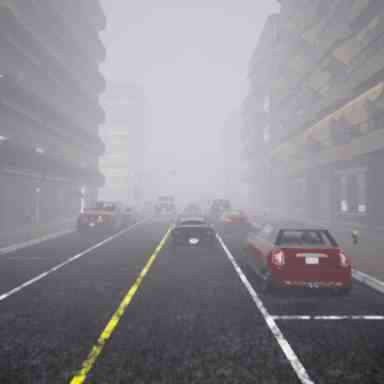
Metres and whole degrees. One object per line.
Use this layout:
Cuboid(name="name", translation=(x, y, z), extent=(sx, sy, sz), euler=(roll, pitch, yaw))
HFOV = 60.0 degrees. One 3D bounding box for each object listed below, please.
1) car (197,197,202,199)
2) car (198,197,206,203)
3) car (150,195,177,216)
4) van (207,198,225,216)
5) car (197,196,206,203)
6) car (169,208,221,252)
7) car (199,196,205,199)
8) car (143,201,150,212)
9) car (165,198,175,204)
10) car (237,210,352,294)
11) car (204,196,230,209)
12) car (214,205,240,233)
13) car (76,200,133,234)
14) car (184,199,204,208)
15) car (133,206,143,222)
Cuboid(name="car", translation=(0.107, 1.883, 48.170), extent=(1.994, 1.385, 4.181), euler=(0, 0, 0))
Cuboid(name="car", translation=(2.576, 2.139, 86.101), extent=(1.752, 1.417, 4.829), euler=(1, 0, 0))
Cuboid(name="car", translation=(-2.752, 1.356, 35.377), extent=(2.150, 2.045, 5.566), euler=(0, 0, 0))
Cuboid(name="van", translation=(2.550, 1.573, 36.662), extent=(1.690, 1.788, 3.998), euler=(1, 0, 0))
Cuboid(name="car", translation=(2.578, 1.974, 91.497), extent=(2.192, 1.841, 5.009), euler=(1, -1, 0))
Cuboid(name="car", translation=(0.027, 1.606, 14.249), extent=(1.812, 1.442, 4.674), euler=(0, 0, -1))
Cuboid(name="car", translation=(2.580, 1.883, 80.373), extent=(2.192, 1.841, 5.009), euler=(1, 0, 0))
Cuboid(name="car", translation=(-5.303, 1.856, 42.246), extent=(1.802, 1.307, 4.206), euler=(1, 0, 0))
Cuboid(name="car", translation=(-5.304, 2.133, 80.325), extent=(1.947, 1.339, 4.313), euler=(1, 0, 0))
Cuboid(name="car", translation=(2.550, 1.490, 9.005), extent=(1.967, 1.590, 4.097), euler=(1, 0, 0))
Cuboid(name="car", translation=(2.551, 1.506, 31.131), extent=(2.192, 1.841, 5.009), euler=(1, 0, 0))
Cuboid(name="car", translation=(2.547, 1.698, 20.067), extent=(1.802, 1.307, 4.206), euler=(1, 0, 0))
Cuboid(name="car", translation=(-5.294, 1.432, 20.123), extent=(2.192, 1.841, 5.009), euler=(1, 0, 0))
Cuboid(name="car", translation=(0.099, 1.754, 36.273), extent=(1.812, 1.442, 4.674), euler=(0, -1, 0))
Cuboid(name="car", translation=(-5.300, 1.698, 25.653), extent=(1.887, 1.381, 4.507), euler=(1, 0, 0))
